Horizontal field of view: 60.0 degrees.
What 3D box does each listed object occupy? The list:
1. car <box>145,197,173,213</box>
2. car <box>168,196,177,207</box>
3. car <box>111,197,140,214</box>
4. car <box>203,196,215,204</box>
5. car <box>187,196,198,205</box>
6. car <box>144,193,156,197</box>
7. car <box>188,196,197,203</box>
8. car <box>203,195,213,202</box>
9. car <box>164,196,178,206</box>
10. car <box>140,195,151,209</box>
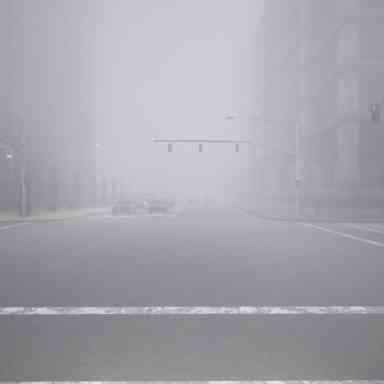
[{"bbox_3d":[-3.588,1.547,37.057,2.033,1.411,5.357,0,0,0],"label":"car"},{"bbox_3d":[-3.584,1.478,46.703,1.882,1.535,5.008,0,0,0],"label":"car"},{"bbox_3d":[-7.089,1.505,34.889,1.837,1.490,4.892,0,0,0],"label":"car"},{"bbox_3d":[3.521,1.492,64.594,2.128,1.511,4.902,0,0,0],"label":"car"},{"bbox_3d":[0.121,1.478,60.888,1.882,1.535,5.008,0,0,0],"label":"car"},{"bbox_3d":[-7.070,1.221,54.657,2.150,2.045,5.566,0,0,0],"label":"car"},{"bbox_3d":[0.123,1.564,69.868,1.994,1.385,4.181,0,0,0],"label":"car"},{"bbox_3d":[3.524,1.508,73.669,1.812,1.442,4.674,0,0,0],"label":"car"},{"bbox_3d":[-3.565,1.492,57.066,2.128,1.511,4.902,0,0,0],"label":"car"},{"bbox_3d":[-7.083,1.505,44.293,1.837,1.490,4.892,0,0,0],"label":"car"}]
